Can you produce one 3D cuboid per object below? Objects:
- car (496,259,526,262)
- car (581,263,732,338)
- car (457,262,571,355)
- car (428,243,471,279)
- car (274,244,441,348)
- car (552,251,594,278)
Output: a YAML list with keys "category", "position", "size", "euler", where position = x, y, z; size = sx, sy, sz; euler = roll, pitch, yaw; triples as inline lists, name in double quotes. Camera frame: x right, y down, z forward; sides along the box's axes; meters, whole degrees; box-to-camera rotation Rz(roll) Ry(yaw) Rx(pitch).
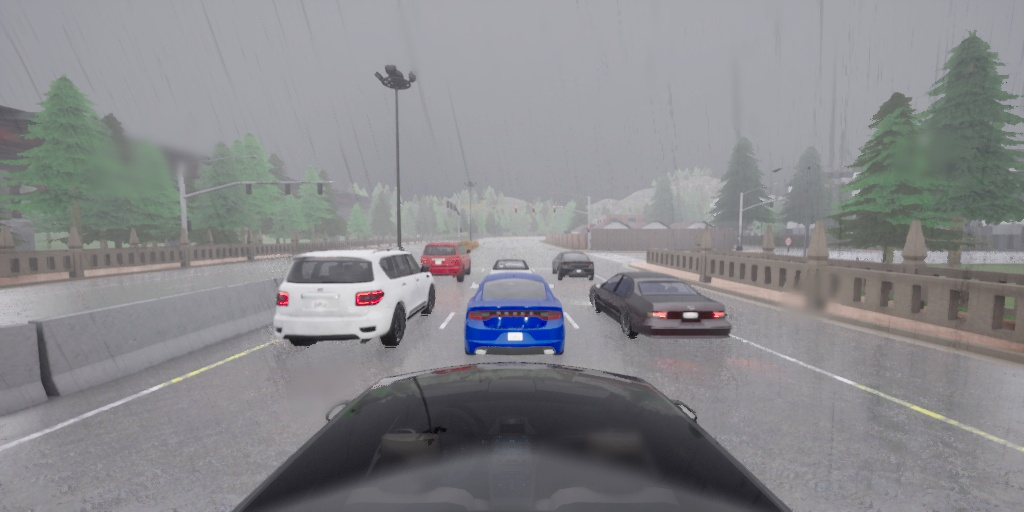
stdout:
- category: "car"
  position: [-0.065, 0.787, 17.472]
  size: [1.895, 1.301, 4.718]
  euler: [0, 3, -1]
- category: "car"
  position: [3.522, 1.142, 9.672]
  size: [2.033, 1.411, 5.357]
  euler: [0, 2, -1]
- category: "car"
  position: [0.035, 1.111, 8.422]
  size: [1.882, 1.535, 5.008]
  euler: [0, 2, 0]
- category: "car"
  position: [-3.594, 0.249, 20.043]
  size: [2.150, 2.045, 5.566]
  euler: [0, 4, -1]
- category: "car"
  position: [-3.469, 0.837, 9.075]
  size: [2.150, 2.045, 5.566]
  euler: [0, 2, -1]
- category: "car"
  position: [3.428, 0.470, 20.735]
  size: [1.882, 1.535, 5.008]
  euler: [0, 3, 0]
